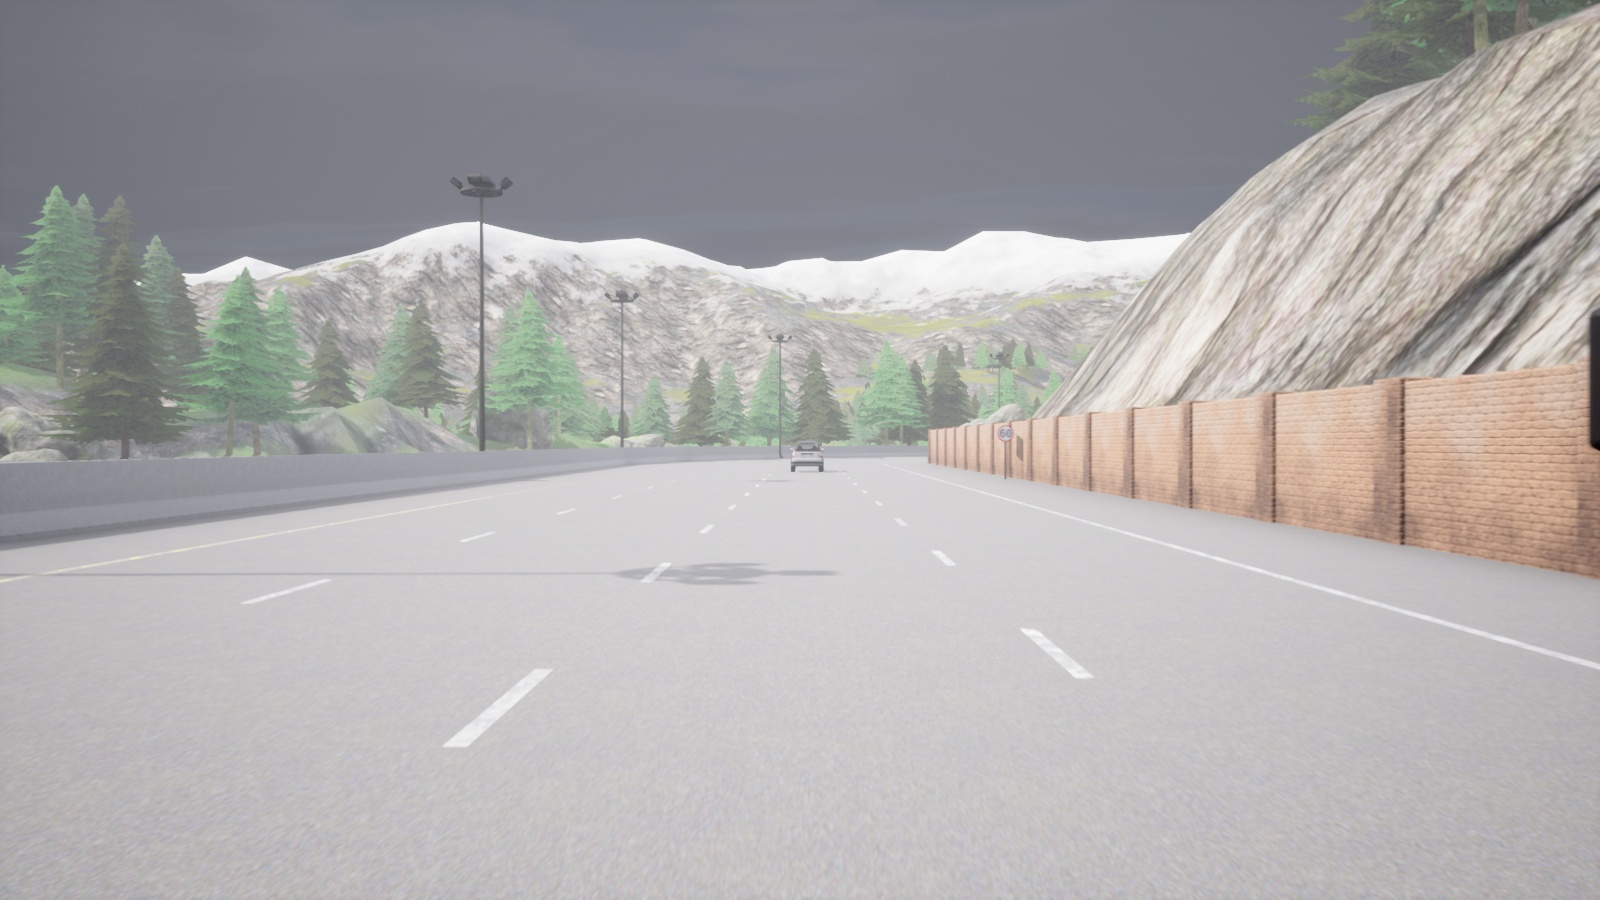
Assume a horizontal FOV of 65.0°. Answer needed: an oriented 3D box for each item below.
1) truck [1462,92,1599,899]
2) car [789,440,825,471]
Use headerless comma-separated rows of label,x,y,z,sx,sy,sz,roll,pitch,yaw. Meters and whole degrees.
truck,3.524,0.254,1.604,2.627,2.467,5.204,0,0,0
car,0.381,0.269,66.736,1.851,1.617,3.988,0,0,0
